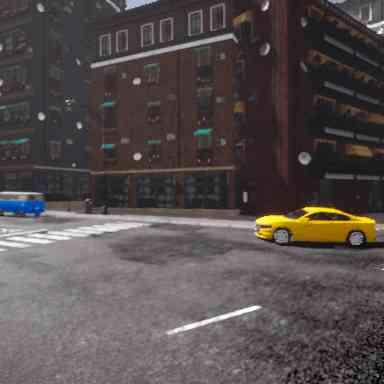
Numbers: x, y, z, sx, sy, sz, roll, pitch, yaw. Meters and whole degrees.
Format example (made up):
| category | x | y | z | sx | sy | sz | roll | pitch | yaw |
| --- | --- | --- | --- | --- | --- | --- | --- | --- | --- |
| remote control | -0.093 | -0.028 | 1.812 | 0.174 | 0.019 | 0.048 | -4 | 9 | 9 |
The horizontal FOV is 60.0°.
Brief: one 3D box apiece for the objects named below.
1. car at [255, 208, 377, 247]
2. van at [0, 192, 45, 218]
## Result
| category | x | y | z | sx | sy | sz | roll | pitch | yaw |
| --- | --- | --- | --- | --- | --- | --- | --- | --- | --- |
| car | 5.300 | 1.423 | 14.487 | 5.008 | 1.535 | 1.882 | 2 | 3 | -1 |
| van | -12.706 | 0.903 | 24.530 | 3.998 | 1.788 | 1.690 | 1 | 0 | 26 |
